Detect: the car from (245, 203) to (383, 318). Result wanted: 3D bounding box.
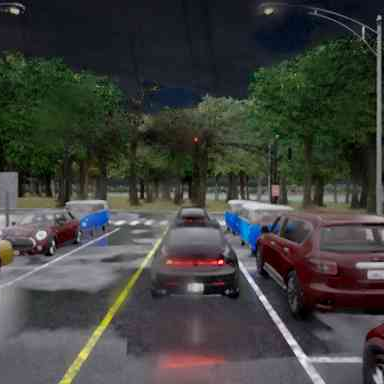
[{"bbox_3d":[2.760,1.322,7.367,2.192,1.841,5.009,0,0,0],"label":"car"}]

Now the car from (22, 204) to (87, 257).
[{"bbox_3d":[-5.766,1.453,12.802,1.967,1.590,4.097,0,0,0],"label":"car"}]

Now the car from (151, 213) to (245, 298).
[{"bbox_3d":[0.075,1.513,8.539,1.837,1.490,4.892,0,0,0],"label":"car"}]

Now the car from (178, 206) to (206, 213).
[{"bbox_3d":[0.007,1.523,17.943,1.837,1.490,4.892,0,0,-1],"label":"car"}]

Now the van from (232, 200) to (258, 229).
[{"bbox_3d":[2.759,1.354,12.805,1.690,1.788,3.998,0,0,0],"label":"van"}]

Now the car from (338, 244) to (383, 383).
[{"bbox_3d":[2.762,1.442,1.929,1.967,1.590,4.097,0,0,0],"label":"car"}]

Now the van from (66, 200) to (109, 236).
[{"bbox_3d":[-5.768,1.360,18.240,1.690,1.788,3.998,0,0,0],"label":"van"}]

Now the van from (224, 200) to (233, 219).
[{"bbox_3d":[2.757,1.360,18.242,1.690,1.788,3.998,0,0,0],"label":"van"}]

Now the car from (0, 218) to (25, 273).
[{"bbox_3d":[-5.765,1.532,7.195,1.752,1.417,4.829,0,0,0],"label":"car"}]
